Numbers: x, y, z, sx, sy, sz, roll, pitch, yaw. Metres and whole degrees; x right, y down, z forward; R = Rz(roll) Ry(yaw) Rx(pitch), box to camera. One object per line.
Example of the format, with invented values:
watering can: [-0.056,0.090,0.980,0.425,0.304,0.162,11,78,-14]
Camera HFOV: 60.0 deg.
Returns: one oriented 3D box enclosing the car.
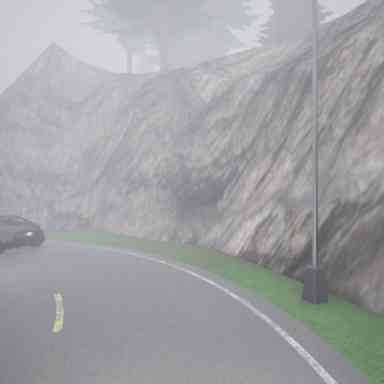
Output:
car: [-7.976,1.545,13.229,4.181,1.385,1.994,0,0,22]
